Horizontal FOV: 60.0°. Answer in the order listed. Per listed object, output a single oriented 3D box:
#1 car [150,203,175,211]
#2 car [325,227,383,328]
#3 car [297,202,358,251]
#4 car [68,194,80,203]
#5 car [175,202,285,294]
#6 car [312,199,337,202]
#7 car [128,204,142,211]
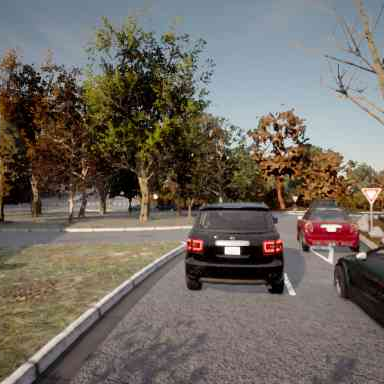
[{"bbox_3d":[-4.188,2.647,56.938,4.892,1.490,1.837,-1,-2,26],"label":"car"},{"bbox_3d":[3.998,1.578,5.763,1.994,1.385,4.181,0,0,6],"label":"car"},{"bbox_3d":[5.768,1.455,14.532,2.097,1.767,4.553,0,-1,15],"label":"car"},{"bbox_3d":[-31.236,2.001,86.943,1.946,1.575,5.366,0,2,-11],"label":"car"},{"bbox_3d":[1.211,1.269,9.167,2.150,2.045,5.566,0,-1,9],"label":"car"},{"bbox_3d":[10.543,1.581,26.310,2.150,2.045,5.566,-1,-1,26],"label":"car"},{"bbox_3d":[-8.912,2.784,60.697,5.357,1.411,2.033,0,-1,1],"label":"car"}]
